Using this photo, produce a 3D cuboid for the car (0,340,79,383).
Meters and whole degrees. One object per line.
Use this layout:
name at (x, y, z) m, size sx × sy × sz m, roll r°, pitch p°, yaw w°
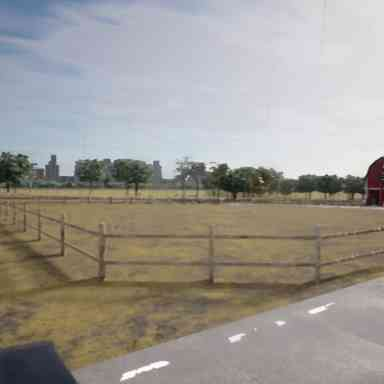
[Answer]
car at (-2.712, 1.600, 1.137) m, size 4.718 × 1.301 × 1.895 m, roll 0°, pitch 0°, yaw -36°
